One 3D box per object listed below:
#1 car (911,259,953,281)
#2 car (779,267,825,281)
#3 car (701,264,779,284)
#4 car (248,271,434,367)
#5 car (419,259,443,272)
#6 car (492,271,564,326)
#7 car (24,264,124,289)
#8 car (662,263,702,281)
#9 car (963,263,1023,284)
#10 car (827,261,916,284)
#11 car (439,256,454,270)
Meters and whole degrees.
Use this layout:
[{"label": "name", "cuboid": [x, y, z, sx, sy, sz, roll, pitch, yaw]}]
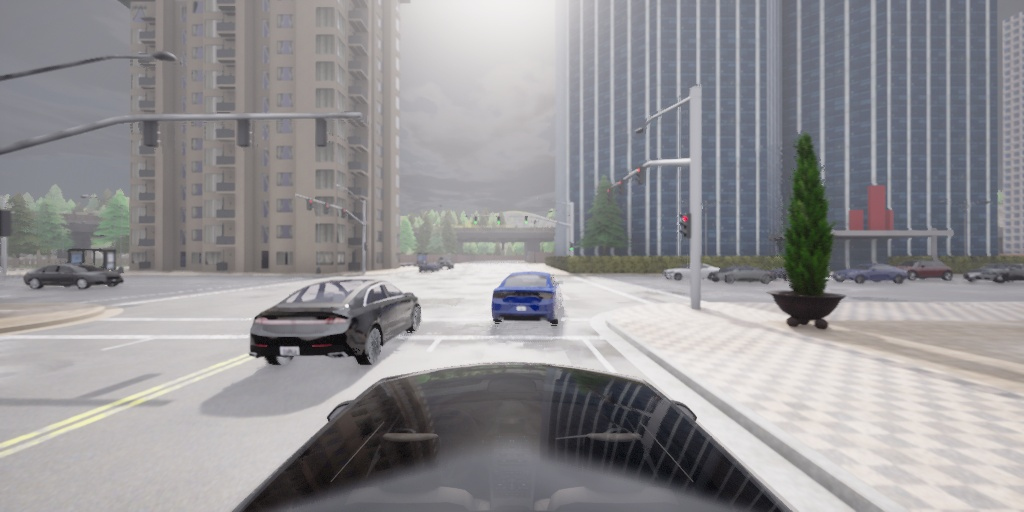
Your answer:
[{"label": "car", "cuboid": [34.374, 1.152, 30.579, 4.553, 1.767, 2.097, 0, 0, 0]}, {"label": "car", "cuboid": [24.289, 1.325, 30.484, 4.674, 1.442, 1.812, 0, 0, 0]}, {"label": "car", "cuboid": [17.007, 1.357, 26.913, 4.181, 1.385, 1.994, 0, 0, -1]}, {"label": "car", "cuboid": [-3.413, 1.252, 7.943, 2.128, 1.511, 4.902, 0, 0, 0]}, {"label": "car", "cuboid": [-10.601, 1.426, 46.157, 1.895, 1.301, 4.718, 0, 0, 0]}, {"label": "car", "cuboid": [0.666, 1.245, 11.957, 1.882, 1.535, 5.008, 0, 0, 10]}, {"label": "car", "cuboid": [-27.698, 1.290, 22.758, 4.892, 1.490, 1.837, 0, 0, -1]}, {"label": "car", "cuboid": [15.206, 1.325, 30.395, 4.674, 1.442, 1.812, 0, 0, -1]}, {"label": "car", "cuboid": [37.248, 1.285, 27.101, 4.902, 1.511, 2.128, 0, 0, 0]}, {"label": "car", "cuboid": [26.926, 1.319, 27.007, 4.674, 1.442, 1.812, 0, 0, 0]}, {"label": "car", "cuboid": [-10.563, 1.064, 56.831, 2.150, 2.045, 5.566, 0, 0, 0]}]
